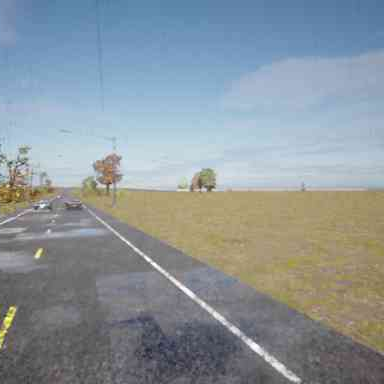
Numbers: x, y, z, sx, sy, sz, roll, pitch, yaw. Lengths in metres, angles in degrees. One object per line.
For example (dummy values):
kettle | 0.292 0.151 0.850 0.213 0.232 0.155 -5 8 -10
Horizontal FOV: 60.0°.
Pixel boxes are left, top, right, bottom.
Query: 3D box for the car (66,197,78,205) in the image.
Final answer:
car | -22.778 1.638 62.967 1.994 1.385 4.181 0 0 -20

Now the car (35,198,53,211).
car | -19.212 1.574 43.225 2.128 1.511 4.902 0 0 -20

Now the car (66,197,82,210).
car | -15.562 1.546 43.939 2.128 1.511 4.902 0 0 -21
